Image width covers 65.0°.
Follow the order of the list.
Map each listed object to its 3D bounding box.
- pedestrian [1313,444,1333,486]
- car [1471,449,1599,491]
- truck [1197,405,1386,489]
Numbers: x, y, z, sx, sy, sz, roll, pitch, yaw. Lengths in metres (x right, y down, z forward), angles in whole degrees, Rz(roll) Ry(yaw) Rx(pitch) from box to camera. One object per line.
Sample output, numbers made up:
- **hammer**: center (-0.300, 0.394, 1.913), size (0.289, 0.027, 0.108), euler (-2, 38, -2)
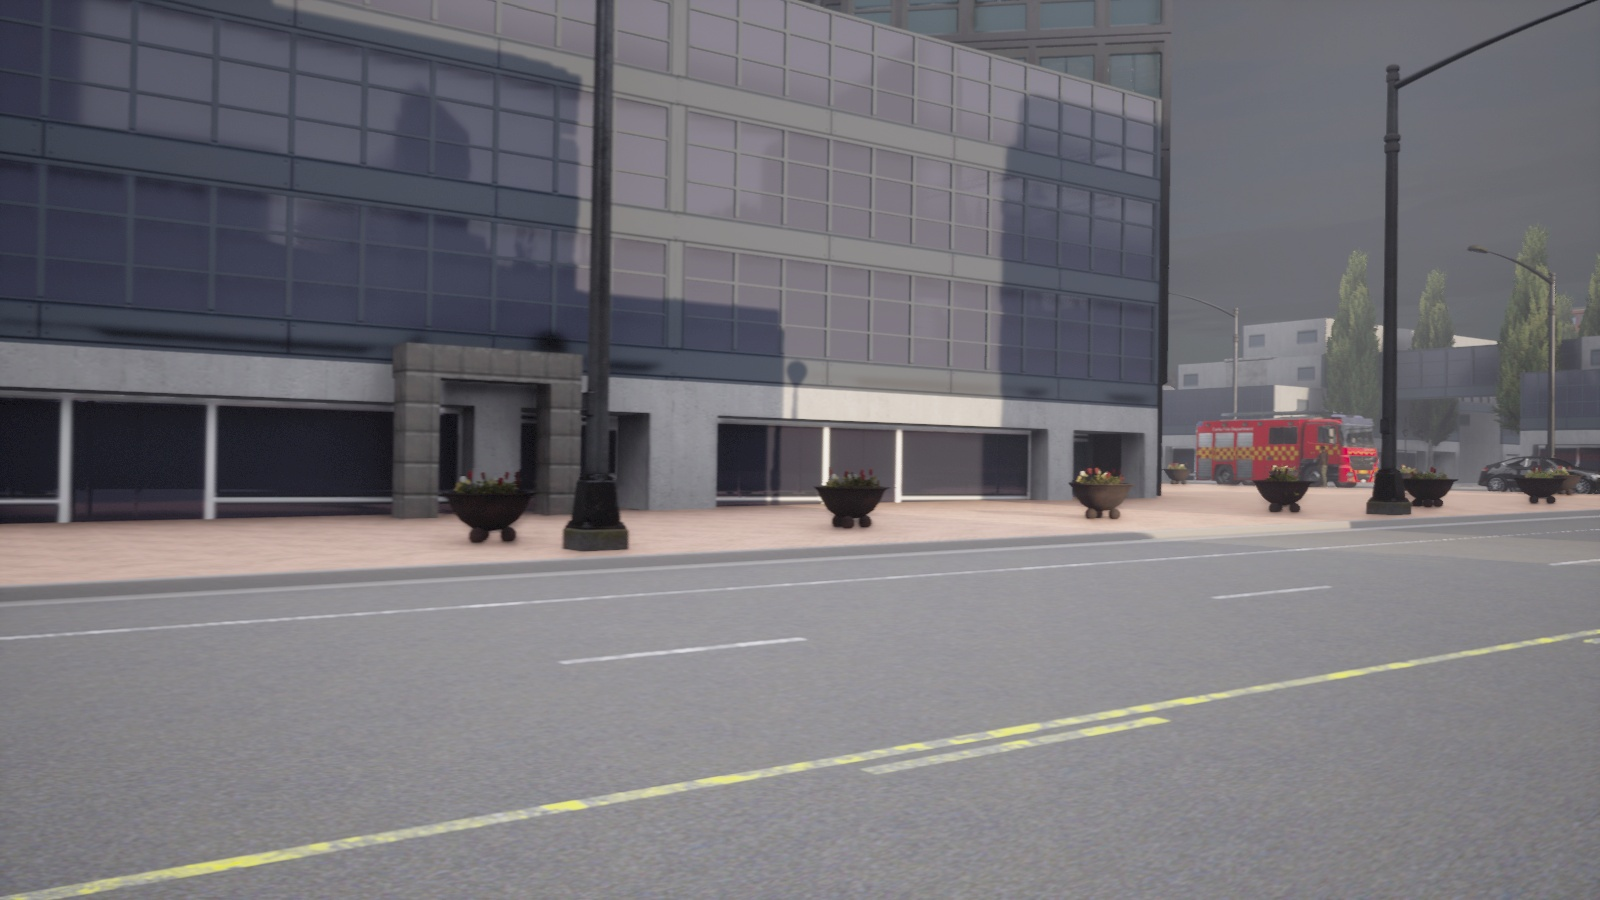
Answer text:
- **pedestrian**: center (23.141, 0.646, 55.595), size (0.431, 1.840, 0.703), euler (1, -1, -29)
- **car**: center (30.707, 0.800, 51.699), size (2.152, 1.651, 5.027), euler (1, -1, -34)
- **truck**: center (23.914, -0.103, 61.640), size (2.891, 3.827, 8.468), euler (1, -1, -34)
